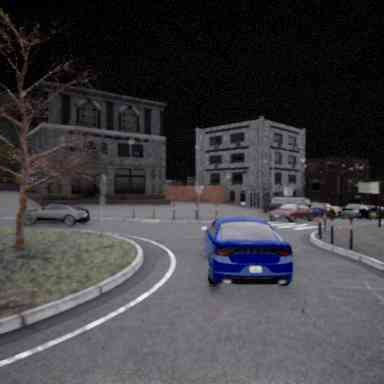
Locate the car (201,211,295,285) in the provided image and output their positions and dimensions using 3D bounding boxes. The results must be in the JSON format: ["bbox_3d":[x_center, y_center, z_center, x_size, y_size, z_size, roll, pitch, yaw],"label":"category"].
[{"bbox_3d":[1.312,1.423,9.326,1.882,1.535,5.008,0,0,0],"label":"car"}]

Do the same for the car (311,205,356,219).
[{"bbox_3d":[18.141,2.515,42.781,4.792,1.488,2.163,1,-3,45],"label":"car"}]

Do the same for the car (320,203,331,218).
[{"bbox_3d":[12.141,1.960,36.786,5.008,1.535,2.097,1,-3,45],"label":"car"}]

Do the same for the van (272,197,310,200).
[{"bbox_3d":[10.120,1.583,34.906,4.442,1.987,1.878,1,-2,45],"label":"van"}]

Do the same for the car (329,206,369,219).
[{"bbox_3d":[21.959,2.866,46.664,4.674,1.452,2.002,1,-3,45],"label":"car"}]

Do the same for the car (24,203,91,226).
[{"bbox_3d":[-8.679,1.384,21.273,4.181,1.385,1.994,0,0,8],"label":"car"}]

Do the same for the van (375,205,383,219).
[{"bbox_3d":[27.775,3.122,52.689,4.442,1.987,1.878,1,-3,45],"label":"van"}]

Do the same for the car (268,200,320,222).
[{"bbox_3d":[7.898,1.580,26.053,4.674,1.442,1.812,2,-1,-44],"label":"car"}]

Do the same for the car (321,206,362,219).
[{"bbox_3d":[20.084,2.699,44.774,4.674,1.452,2.002,1,-3,45],"label":"car"}]

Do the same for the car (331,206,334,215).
[{"bbox_3d":[16.028,2.307,40.956,5.366,1.575,1.946,1,-3,45],"label":"car"}]

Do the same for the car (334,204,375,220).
[{"bbox_3d":[17.431,2.042,35.593,2.097,1.767,4.553,1,-3,45],"label":"car"}]
